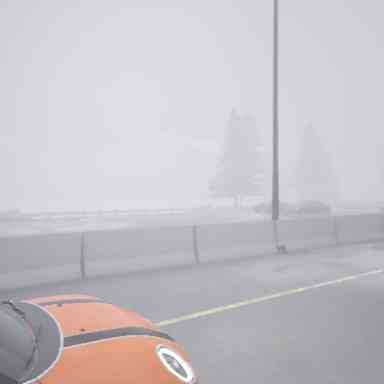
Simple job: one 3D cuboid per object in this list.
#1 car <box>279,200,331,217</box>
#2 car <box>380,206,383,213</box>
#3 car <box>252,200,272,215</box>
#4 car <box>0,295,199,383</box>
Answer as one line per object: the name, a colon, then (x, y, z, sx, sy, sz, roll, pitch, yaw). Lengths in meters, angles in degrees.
car: (10.450, 1.423, 30.001, 4.674, 1.442, 1.812, 0, 0, -25)
car: (19.327, 1.402, 30.159, 4.892, 1.490, 1.837, 0, 0, -23)
car: (8.004, 1.452, 32.681, 4.181, 1.385, 1.994, 0, 0, -26)
car: (-2.106, 1.344, 2.137, 4.553, 1.767, 2.097, 0, 0, -36)
